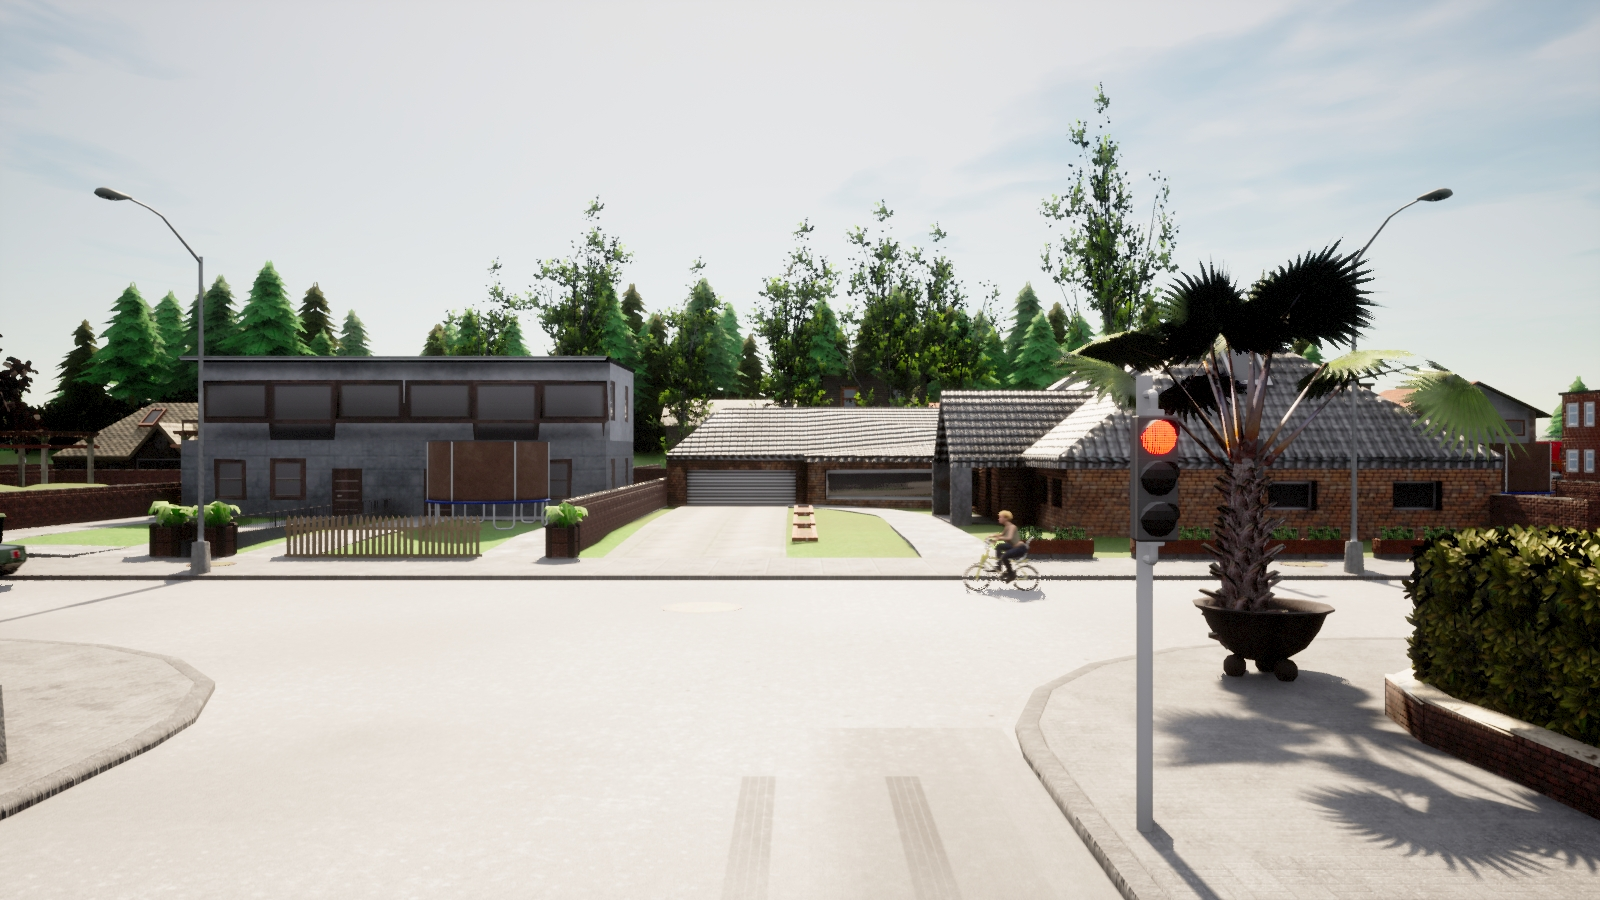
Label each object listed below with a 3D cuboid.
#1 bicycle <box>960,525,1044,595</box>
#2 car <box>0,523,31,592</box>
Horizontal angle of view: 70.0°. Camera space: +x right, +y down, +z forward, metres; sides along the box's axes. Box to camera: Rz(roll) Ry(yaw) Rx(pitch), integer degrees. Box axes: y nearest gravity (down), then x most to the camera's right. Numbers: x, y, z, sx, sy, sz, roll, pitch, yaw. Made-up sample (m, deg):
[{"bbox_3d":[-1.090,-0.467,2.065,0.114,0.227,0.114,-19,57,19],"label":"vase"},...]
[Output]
[{"bbox_3d":[3.954,2.149,22.444,1.487,1.276,0.859,0,0,0],"label":"bicycle"},{"bbox_3d":[-18.100,2.146,22.441,4.718,1.301,1.895,0,0,0],"label":"car"}]
